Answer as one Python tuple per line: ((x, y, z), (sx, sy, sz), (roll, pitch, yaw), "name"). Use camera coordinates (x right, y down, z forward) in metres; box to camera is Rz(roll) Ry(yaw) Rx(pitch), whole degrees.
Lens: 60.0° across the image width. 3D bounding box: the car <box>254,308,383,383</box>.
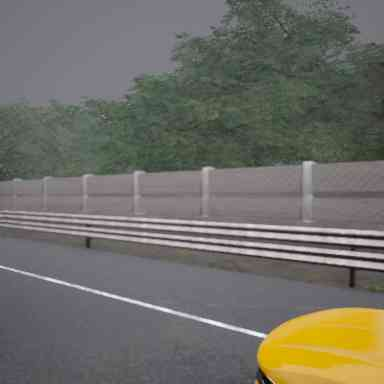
((2.821, 1.473, 1.992), (5.008, 1.535, 1.882), (0, 0, 35), "car")
